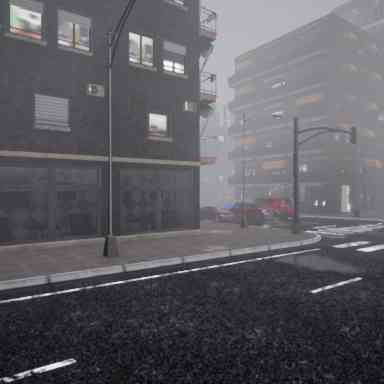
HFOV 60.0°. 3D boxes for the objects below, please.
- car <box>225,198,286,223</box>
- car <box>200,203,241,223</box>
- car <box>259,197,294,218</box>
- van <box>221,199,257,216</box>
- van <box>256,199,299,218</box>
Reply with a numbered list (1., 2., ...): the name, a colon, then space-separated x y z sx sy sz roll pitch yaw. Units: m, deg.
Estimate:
1. car: 5.280 1.602 28.317 2.097 1.767 4.553 0 -1 -36
2. car: 1.852 1.872 28.653 1.802 1.307 4.206 -1 0 -36
3. car: 6.925 1.481 31.552 2.150 2.045 5.566 0 -1 -37
4. van: 5.297 1.673 38.079 1.690 1.788 3.998 -1 0 -36
5. van: 8.602 1.599 33.556 1.690 1.788 3.998 -1 0 -36
